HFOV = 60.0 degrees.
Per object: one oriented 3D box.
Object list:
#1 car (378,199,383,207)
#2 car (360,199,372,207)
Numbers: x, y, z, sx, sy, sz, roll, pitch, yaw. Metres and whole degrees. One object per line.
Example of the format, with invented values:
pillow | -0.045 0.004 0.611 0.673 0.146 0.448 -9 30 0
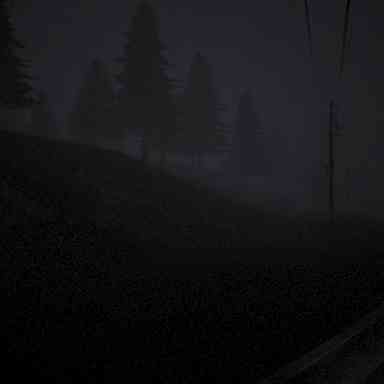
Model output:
car | 39.626 2.197 68.616 1.882 1.535 5.008 0 -1 22
car | 35.756 2.301 68.379 1.837 1.490 4.892 0 -1 22
